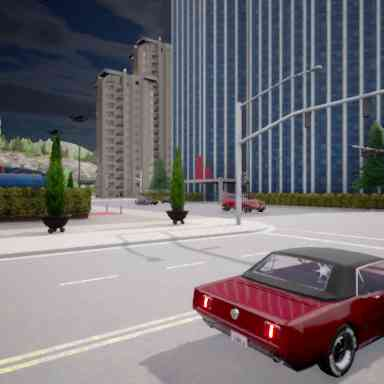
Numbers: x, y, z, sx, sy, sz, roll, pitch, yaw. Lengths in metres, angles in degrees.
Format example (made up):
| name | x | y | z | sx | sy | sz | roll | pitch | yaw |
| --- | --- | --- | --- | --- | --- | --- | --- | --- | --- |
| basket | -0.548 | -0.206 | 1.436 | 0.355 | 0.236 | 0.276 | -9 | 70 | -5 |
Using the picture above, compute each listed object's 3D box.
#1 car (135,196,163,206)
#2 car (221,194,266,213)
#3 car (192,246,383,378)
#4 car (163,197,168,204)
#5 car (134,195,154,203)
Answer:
| name | x | y | z | sx | sy | sz | roll | pitch | yaw |
| --- | --- | --- | --- | --- | --- | --- | --- | --- | --- |
| car | -7.500 | 1.540 | 54.853 | 2.033 | 1.411 | 5.357 | 0 | 0 | -36 |
| car | 5.607 | 1.214 | 36.797 | 2.150 | 2.045 | 5.566 | 0 | 0 | -36 |
| car | 2.422 | 1.599 | 5.540 | 4.718 | 1.301 | 1.895 | 0 | 0 | -35 |
| car | -4.049 | 1.482 | 62.305 | 2.128 | 1.511 | 4.902 | 0 | 0 | -36 |
| car | -10.225 | 1.502 | 70.692 | 2.128 | 1.511 | 4.902 | 0 | 0 | -36 |
